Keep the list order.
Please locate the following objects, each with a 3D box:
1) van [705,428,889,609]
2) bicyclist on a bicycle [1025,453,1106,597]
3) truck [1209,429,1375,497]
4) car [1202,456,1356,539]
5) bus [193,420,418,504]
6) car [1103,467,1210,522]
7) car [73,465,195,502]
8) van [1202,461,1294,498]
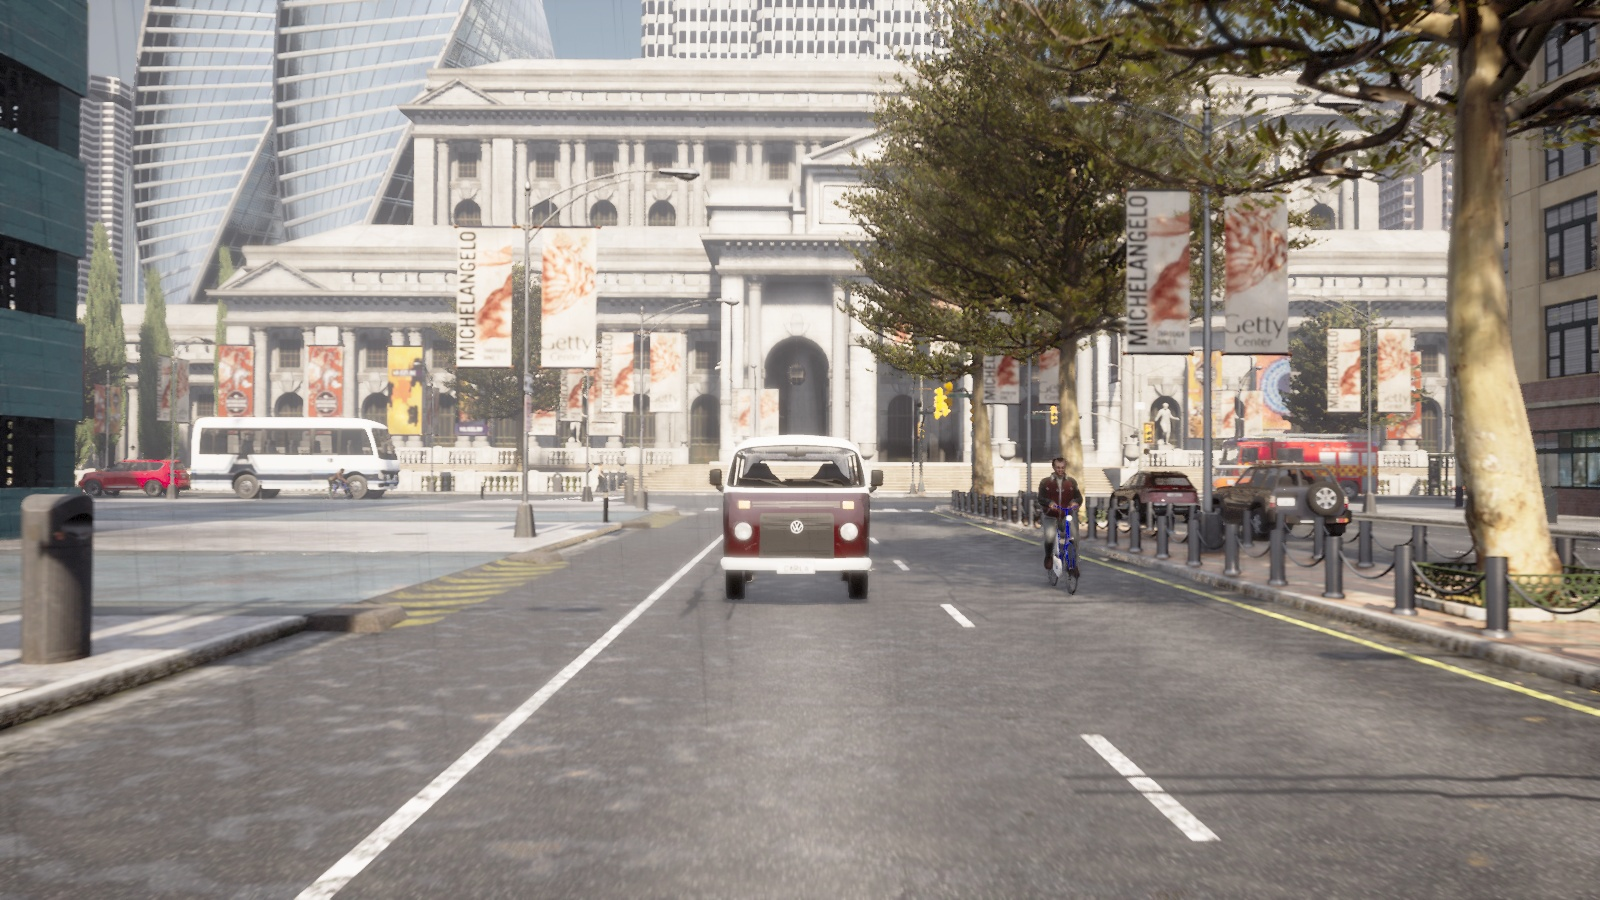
[{"bbox_3d":[-0.042,0.814,16.447,2.069,2.038,4.480,0,-1,0],"label":"van"},{"bbox_3d":[3.459,0.948,16.508,0.659,1.776,1.843,0,-1,0],"label":"bicyclist on a bicycle"},{"bbox_3d":[28.543,0.759,73.053,8.468,3.827,2.891,0,-1,0],"label":"truck"},{"bbox_3d":[11.426,1.093,30.315,1.932,1.855,4.605,0,-1,0],"label":"car"},{"bbox_3d":[-25.852,0.649,66.128,10.273,4.253,3.944,0,-1,0],"label":"bus"},{"bbox_3d":[11.353,1.375,40.378,2.033,1.649,4.856,0,-1,0],"label":"car"},{"bbox_3d":[-36.851,1.846,69.565,5.566,2.045,2.150,0,-1,-1],"label":"car"},{"bbox_3d":[24.767,1.632,69.544,4.442,1.987,1.775,0,-1,0],"label":"van"}]
